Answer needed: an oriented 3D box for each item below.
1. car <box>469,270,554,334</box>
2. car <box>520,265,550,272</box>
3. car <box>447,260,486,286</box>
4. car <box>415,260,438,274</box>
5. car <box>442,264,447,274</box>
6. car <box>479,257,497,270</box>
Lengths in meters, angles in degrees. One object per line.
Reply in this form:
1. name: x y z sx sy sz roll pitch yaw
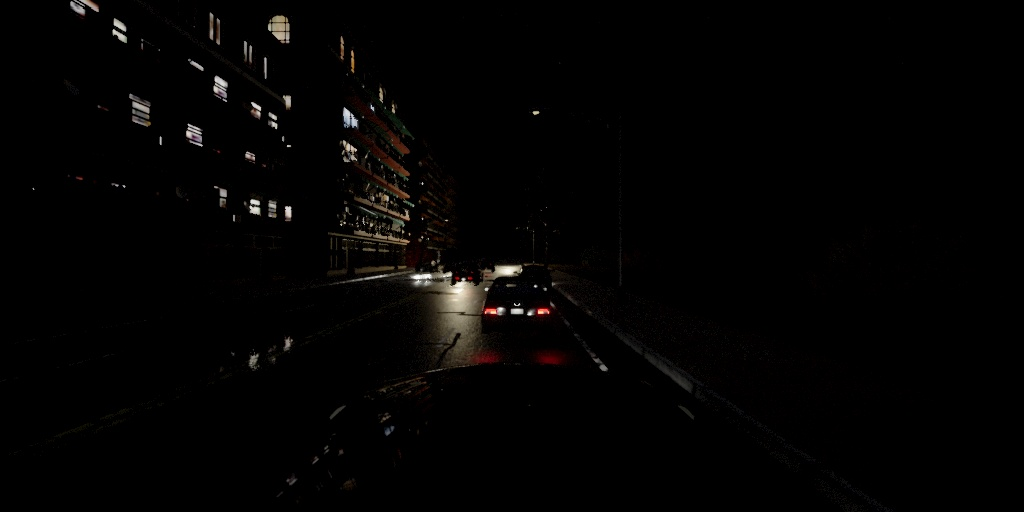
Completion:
1. car: 0.116 1.299 10.608 2.033 1.411 5.357 0 0 0
2. car: 1.169 1.257 20.296 1.837 1.490 4.892 0 0 0
3. car: -3.109 1.257 25.460 1.837 1.490 4.892 0 0 0
4. car: -9.781 1.243 41.310 2.128 1.511 4.902 0 0 0
5. car: -6.531 1.298 40.447 2.033 1.411 5.357 0 0 0
6. car: -3.073 1.250 45.136 1.837 1.490 4.892 0 -2 0
